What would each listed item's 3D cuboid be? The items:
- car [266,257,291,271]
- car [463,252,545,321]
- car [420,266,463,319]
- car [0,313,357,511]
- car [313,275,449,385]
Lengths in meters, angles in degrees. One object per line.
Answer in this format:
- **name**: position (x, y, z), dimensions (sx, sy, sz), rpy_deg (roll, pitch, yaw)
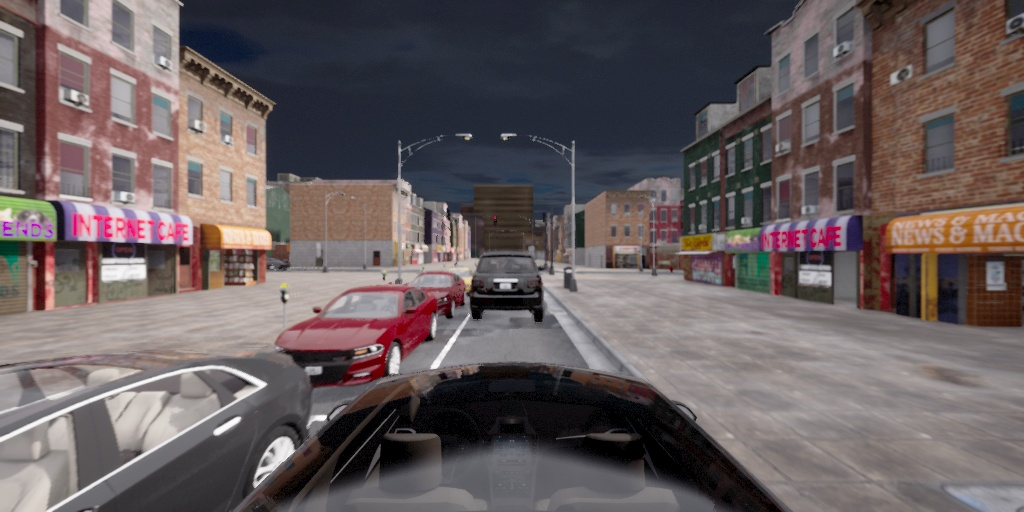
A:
- **car**: position (-26.159, 0.866, 37.972), dimensions (4.892, 1.490, 1.837), rpy_deg (0, 0, 0)
- **car**: position (-0.062, 0.898, 12.301), dimensions (2.150, 2.045, 5.566), rpy_deg (0, 0, 2)
- **car**: position (-2.640, 1.222, 12.507), dimensions (1.888, 1.381, 4.507), rpy_deg (0, 0, 0)
- **car**: position (-2.637, 1.302, 1.519), dimensions (2.007, 1.370, 4.403), rpy_deg (0, 0, 0)
- **car**: position (-2.639, 1.258, 7.012), dimensions (1.888, 1.381, 4.507), rpy_deg (0, 0, 0)
